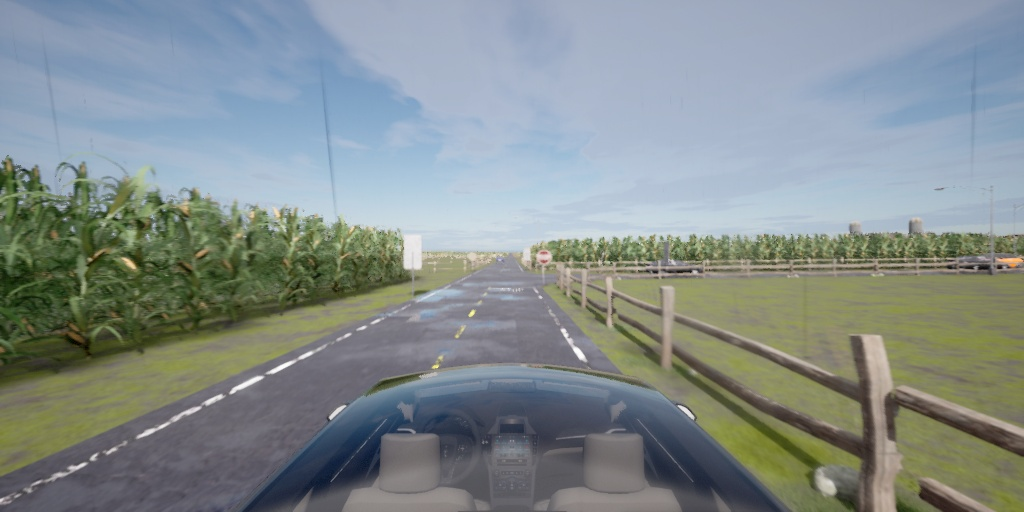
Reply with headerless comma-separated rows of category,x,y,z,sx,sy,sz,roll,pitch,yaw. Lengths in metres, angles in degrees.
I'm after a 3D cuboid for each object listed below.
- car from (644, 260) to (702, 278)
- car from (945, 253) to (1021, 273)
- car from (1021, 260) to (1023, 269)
car,14.099,1.063,31.450,4.902,1.511,2.128,-1,1,-2
car,43.220,0.750,33.289,4.902,1.511,2.128,0,1,-4
car,49.037,0.519,36.662,4.553,1.767,2.097,-1,1,-6
